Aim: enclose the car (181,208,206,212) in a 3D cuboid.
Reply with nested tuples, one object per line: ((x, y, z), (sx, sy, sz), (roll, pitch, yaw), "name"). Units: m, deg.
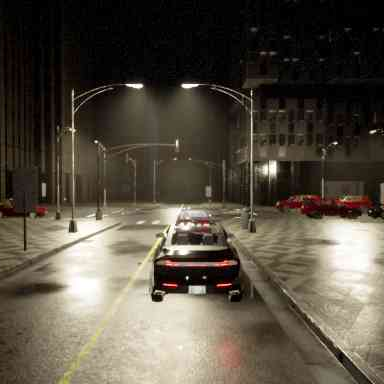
((0.074, 1.549, 17.932), (2.033, 1.411, 5.357), (0, 0, 0), "car")

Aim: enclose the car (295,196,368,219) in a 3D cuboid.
((12.078, 1.461, 29.142), (5.009, 1.841, 2.192), (0, 1, 0), "car")

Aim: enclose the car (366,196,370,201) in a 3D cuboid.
((17.692, 1.352, 37.692), (5.009, 1.841, 2.192), (0, 1, 0), "car")

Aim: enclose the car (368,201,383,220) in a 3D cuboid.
((17.720, 1.741, 29.171), (4.313, 1.339, 1.947), (0, 1, 0), "car")

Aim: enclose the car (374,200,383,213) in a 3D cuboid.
((23.334, 1.632, 37.720), (4.313, 1.339, 1.947), (0, 1, 0), "car")

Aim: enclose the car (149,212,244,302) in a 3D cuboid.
((0.087, 1.489, 8.223), (2.128, 1.511, 4.902), (0, 0, 0), "car")

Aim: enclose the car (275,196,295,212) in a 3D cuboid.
((12.049, 1.323, 37.666), (5.009, 1.841, 2.192), (0, 1, 0), "car")

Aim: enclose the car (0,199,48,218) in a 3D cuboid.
((-14.964, 1.565, 29.021), (4.507, 1.381, 1.887), (0, 1, 0), "car")
